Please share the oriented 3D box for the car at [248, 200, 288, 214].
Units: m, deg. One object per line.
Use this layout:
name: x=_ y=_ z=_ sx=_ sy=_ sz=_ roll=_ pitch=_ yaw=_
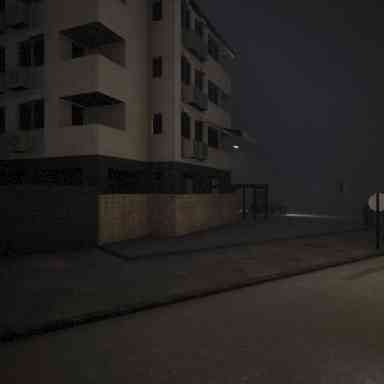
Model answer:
car: x=7.873 y=1.563 z=34.763 sx=1.994 sy=1.385 sz=4.181 roll=0 pitch=0 yaw=-35
